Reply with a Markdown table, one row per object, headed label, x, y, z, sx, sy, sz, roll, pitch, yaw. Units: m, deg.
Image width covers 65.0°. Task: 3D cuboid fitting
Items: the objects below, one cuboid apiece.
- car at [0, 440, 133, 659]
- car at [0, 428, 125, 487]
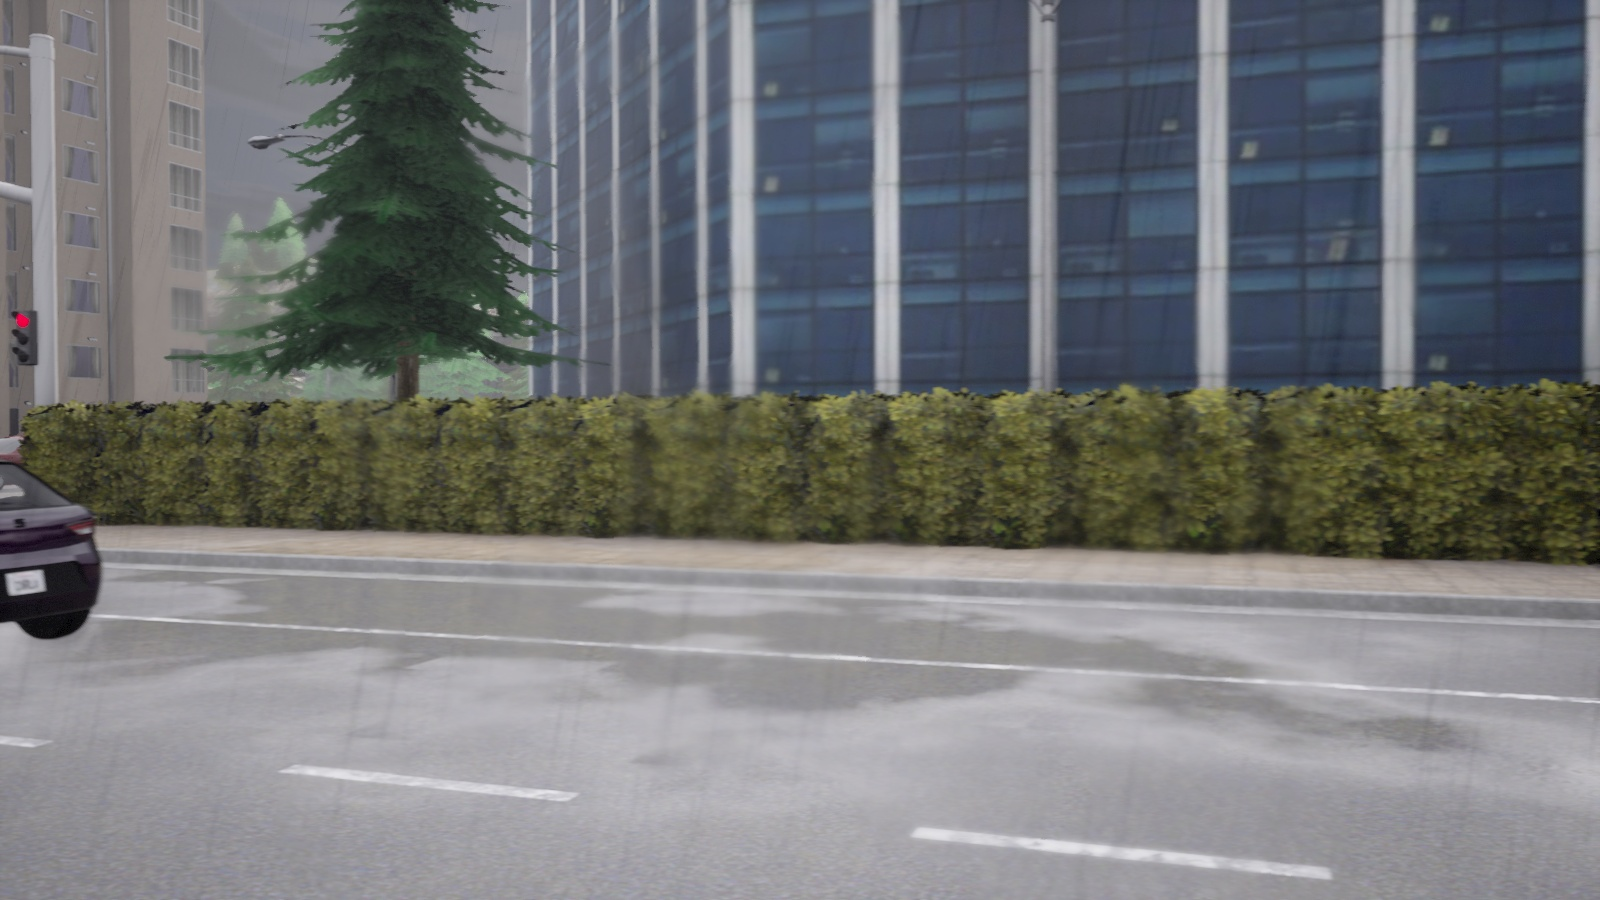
| label | x | y | z | sx | sy | sz | roll | pitch | yaw |
| --- | --- | --- | --- | --- | --- | --- | --- | --- | --- |
| car | -7.359 | 0.663 | 9.363 | 4.193 | 1.474 | 1.816 | 1 | 1 | 19 |
| car | -21.467 | 0.168 | 34.703 | 1.882 | 1.535 | 5.008 | 1 | 1 | 19 |
